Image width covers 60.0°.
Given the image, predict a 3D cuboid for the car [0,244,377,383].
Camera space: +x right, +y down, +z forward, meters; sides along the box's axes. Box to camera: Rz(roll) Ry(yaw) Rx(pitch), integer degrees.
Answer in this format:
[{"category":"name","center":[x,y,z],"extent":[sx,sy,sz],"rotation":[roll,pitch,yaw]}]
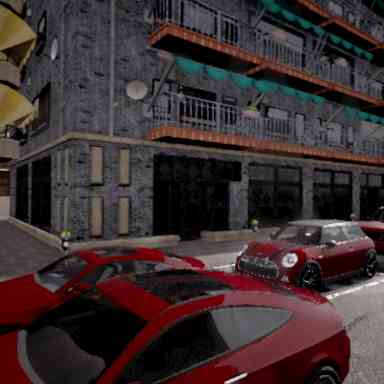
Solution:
[{"category":"car","center":[-0.404,1.535,2.968],"extent":[4.674,1.442,1.812],"rotation":[1,0,-36]}]

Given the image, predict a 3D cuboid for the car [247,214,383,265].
[{"category":"car","center":[3.048,1.491,8.741],"extent":[4.097,1.590,1.967],"rotation":[0,0,-36]}]

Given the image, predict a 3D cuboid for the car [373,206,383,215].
[{"category":"car","center":[7.654,1.406,12.039],"extent":[5.009,1.841,2.192],"rotation":[0,0,-36]}]

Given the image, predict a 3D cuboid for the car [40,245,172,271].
[{"category":"car","center":[-1.557,1.595,5.445],"extent":[4.206,1.307,1.802],"rotation":[0,0,-36]}]
